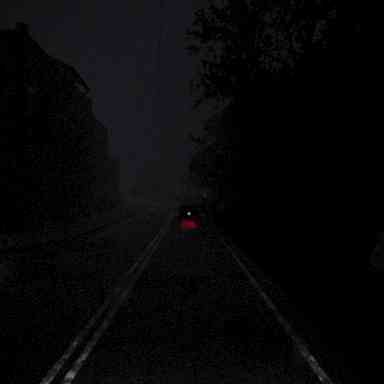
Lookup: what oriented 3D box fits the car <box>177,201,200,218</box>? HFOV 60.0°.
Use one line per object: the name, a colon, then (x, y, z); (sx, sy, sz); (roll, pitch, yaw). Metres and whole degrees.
car: (-0.323, 1.683, 32.084); (1.837, 1.490, 4.892); (0, 0, -1)
